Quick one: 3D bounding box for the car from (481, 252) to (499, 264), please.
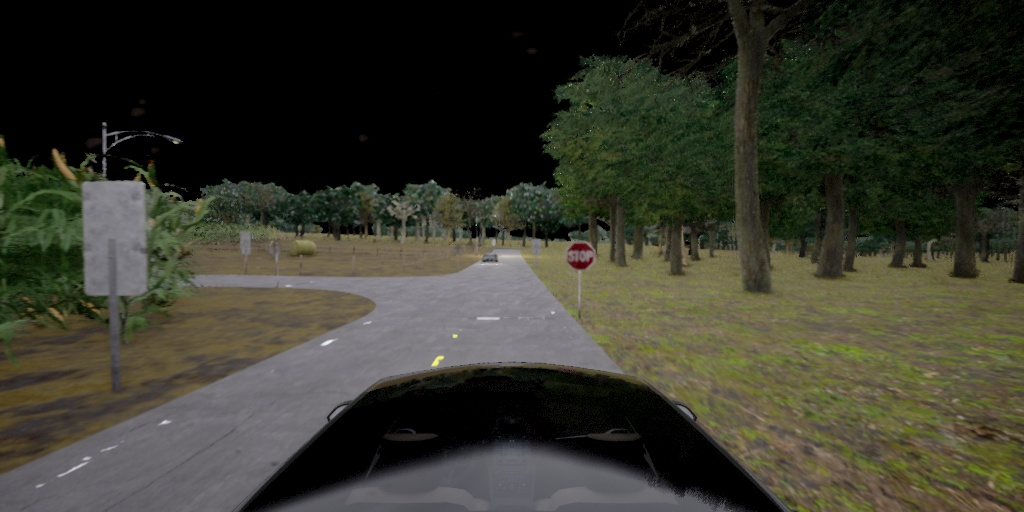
[{"bbox_3d":[-2.741,0.223,45.579,1.994,1.385,4.181,0,2,0],"label":"car"}]
